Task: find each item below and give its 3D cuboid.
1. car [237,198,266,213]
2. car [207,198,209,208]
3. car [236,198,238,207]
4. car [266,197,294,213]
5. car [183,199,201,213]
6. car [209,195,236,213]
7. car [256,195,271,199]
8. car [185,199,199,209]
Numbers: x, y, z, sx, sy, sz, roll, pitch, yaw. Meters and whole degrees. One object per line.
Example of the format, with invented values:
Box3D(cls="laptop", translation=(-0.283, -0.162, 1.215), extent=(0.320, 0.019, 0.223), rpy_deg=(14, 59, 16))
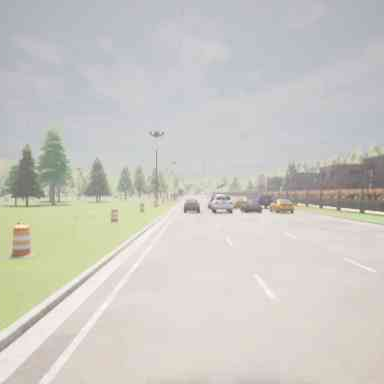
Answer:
Box3D(cls="car", translation=(6.989, 1.728, 39.436), extent=(1.994, 1.385, 4.181), rpy_deg=(0, 0, 0))
Box3D(cls="car", translation=(3.487, 1.427, 49.469), extent=(2.150, 2.045, 5.566), rpy_deg=(0, 0, 0))
Box3D(cls="car", translation=(6.987, 1.683, 49.439), extent=(1.882, 1.535, 5.008), rpy_deg=(0, 0, 0))
Box3D(cls="car", translation=(10.489, 1.640, 39.020), extent=(1.882, 1.535, 5.008), rpy_deg=(0, 0, 0))
Box3D(cls="car", translation=(-0.011, 1.654, 39.017), extent=(2.128, 1.511, 4.902), rpy_deg=(0, 0, 0))
Box3D(cls="car", translation=(3.489, 1.384, 39.049), extent=(2.150, 2.045, 5.566), rpy_deg=(0, 0, 0))
Box3D(cls="car", translation=(10.487, 1.427, 49.471), extent=(2.150, 2.045, 5.566), rpy_deg=(0, 0, 0))
Box3D(cls="car", translation=(-0.013, 1.753, 49.437), extent=(2.033, 1.411, 5.357), rpy_deg=(0, 0, 0))
